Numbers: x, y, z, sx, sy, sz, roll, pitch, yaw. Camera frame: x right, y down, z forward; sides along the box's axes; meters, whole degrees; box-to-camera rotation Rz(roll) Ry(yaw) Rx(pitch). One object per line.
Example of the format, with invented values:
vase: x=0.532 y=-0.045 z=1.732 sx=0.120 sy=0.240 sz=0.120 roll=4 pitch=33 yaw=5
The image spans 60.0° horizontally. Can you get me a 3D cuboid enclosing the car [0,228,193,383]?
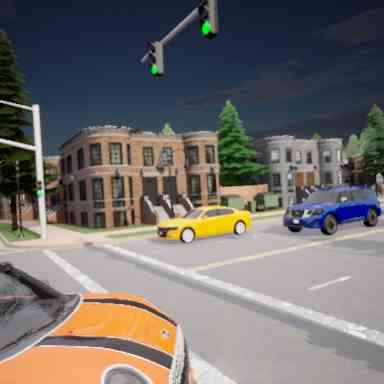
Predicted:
car: x=-2.290 y=1.520 z=3.162 sx=4.553 sy=1.767 sz=2.097 roll=-4 pitch=0 yaw=1

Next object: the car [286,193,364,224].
car: x=8.661 y=0.988 z=21.513 sx=4.902 sy=1.511 sz=2.128 roll=-4 pitch=0 yaw=-32

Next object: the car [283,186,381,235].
car: x=6.965 y=0.816 z=16.340 sx=5.566 sy=2.045 sz=2.150 roll=-4 pitch=0 yaw=-32

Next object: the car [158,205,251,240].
car: x=0.666 y=1.474 z=16.493 sx=5.008 sy=1.535 sz=1.882 roll=-4 pitch=0 yaw=-32
